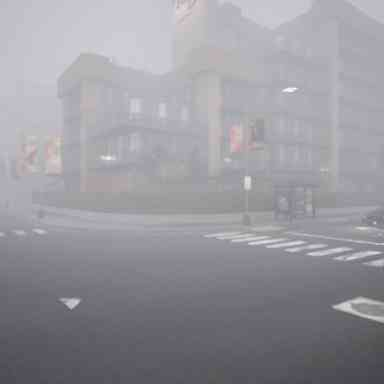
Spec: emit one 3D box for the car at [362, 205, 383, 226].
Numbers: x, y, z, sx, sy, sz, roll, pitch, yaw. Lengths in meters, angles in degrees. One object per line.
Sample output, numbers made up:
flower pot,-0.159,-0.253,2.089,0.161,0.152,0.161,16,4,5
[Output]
car,13.531,1.535,22.184,5.357,1.411,2.033,0,0,-35
